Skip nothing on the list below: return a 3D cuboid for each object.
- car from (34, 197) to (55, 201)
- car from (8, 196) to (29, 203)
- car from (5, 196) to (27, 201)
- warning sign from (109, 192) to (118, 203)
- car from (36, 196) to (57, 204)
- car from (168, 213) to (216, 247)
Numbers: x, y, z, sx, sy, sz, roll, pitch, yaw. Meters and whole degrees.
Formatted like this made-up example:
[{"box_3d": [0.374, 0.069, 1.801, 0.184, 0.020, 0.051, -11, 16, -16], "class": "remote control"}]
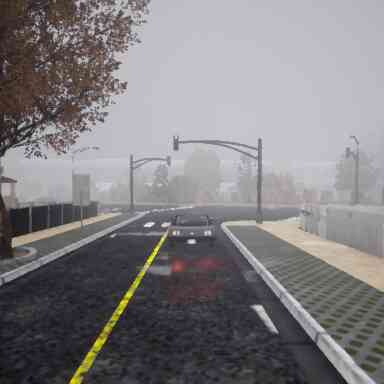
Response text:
[{"box_3d": [-28.420, 1.745, 63.011, 4.181, 1.385, 1.994, 0, 2, 36], "class": "car"}, {"box_3d": [-38.963, 1.610, 74.675, 4.902, 1.511, 2.128, -1, 2, 36], "class": "car"}, {"box_3d": [-32.300, 1.903, 61.811, 4.718, 1.301, 1.895, -1, 2, 36], "class": "car"}, {"box_3d": [-14.247, 0.995, 60.260, 1.060, 1.860, 1.300, 2, 1, 36], "class": "warning sign"}, {"box_3d": [-29.848, 1.641, 68.056, 4.181, 1.385, 1.994, -1, 2, 36], "class": "car"}, {"box_3d": [0.003, 1.596, 14.906, 1.895, 1.301, 4.718, 0, 0, 0], "class": "car"}]
